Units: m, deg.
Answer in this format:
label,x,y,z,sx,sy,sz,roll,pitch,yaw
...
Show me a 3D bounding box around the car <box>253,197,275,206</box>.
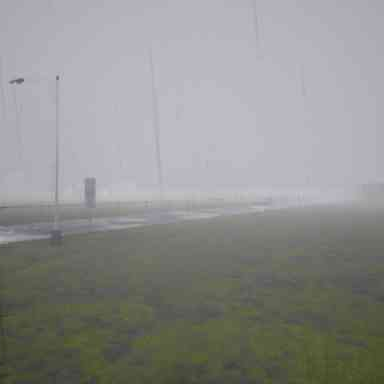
label,x,y,z,sx,sy,sz,roll,pitch,yaw
car,11.328,1.451,52.070,2.033,1.411,5.357,1,0,34
